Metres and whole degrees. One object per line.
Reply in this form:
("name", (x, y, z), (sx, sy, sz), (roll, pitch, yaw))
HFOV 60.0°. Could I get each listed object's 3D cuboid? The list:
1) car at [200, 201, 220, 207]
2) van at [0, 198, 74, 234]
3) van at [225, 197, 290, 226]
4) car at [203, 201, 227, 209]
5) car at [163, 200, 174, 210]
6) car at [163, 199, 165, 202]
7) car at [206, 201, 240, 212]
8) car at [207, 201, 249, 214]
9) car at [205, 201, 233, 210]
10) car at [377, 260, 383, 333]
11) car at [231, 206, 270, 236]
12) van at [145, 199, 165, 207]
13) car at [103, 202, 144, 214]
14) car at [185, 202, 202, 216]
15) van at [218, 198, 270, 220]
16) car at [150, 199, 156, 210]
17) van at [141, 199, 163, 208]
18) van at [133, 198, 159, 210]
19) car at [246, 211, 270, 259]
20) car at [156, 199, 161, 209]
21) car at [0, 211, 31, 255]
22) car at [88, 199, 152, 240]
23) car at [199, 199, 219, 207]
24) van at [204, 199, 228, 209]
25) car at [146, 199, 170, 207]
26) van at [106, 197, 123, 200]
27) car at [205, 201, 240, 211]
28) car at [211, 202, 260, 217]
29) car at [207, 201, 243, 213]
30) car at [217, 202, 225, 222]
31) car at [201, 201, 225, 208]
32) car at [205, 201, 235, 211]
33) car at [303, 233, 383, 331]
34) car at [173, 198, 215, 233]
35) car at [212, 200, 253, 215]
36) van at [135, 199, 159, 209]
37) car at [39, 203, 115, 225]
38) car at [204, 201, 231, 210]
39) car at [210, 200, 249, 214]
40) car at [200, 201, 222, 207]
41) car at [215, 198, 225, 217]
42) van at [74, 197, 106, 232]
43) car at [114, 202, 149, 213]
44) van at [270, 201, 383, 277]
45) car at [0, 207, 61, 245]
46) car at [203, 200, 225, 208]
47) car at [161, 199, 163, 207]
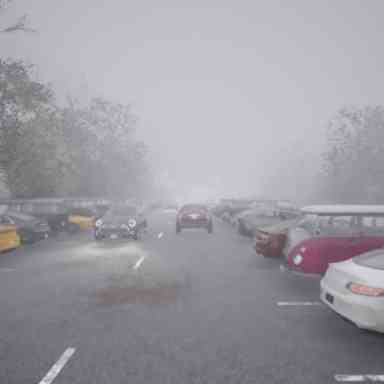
("car", (4.630, 3.083, 85.902), (4.892, 1.521, 2.231), (0, -2, 0))
("van", (-8.638, 1.359, 16.737), (4.442, 1.987, 1.878), (0, 0, 0))
("van", (4.681, 1.394, 22.099), (4.442, 1.987, 1.878), (0, 0, 0))
("car", (4.585, 2.568, 66.487), (4.792, 1.488, 2.163), (0, -1, 0))
("car", (-3.472, 2.495, 59.192), (1.895, 1.301, 4.718), (0, -1, 1))
("car", (-8.471, 2.538, 66.568), (5.008, 1.535, 2.097), (0, -1, 0))
("car", (4.589, 2.167, 49.834), (4.892, 1.521, 2.231), (0, -1, 0))
("car", (4.775, 2.039, 44.283), (5.366, 1.575, 1.946), (0, -1, 0))
("car", (4.634, 2.382, 58.160), (4.792, 1.488, 2.163), (0, -1, 0))
("car", (4.513, 1.528, 2.665), (4.792, 1.488, 2.163), (0, 0, 0))
("car", (4.588, 1.615, 16.544), (4.792, 1.488, 2.163), (0, 0, 0))
("van", (-8.570, 2.596, 77.520), (4.442, 1.987, 1.878), (0, -2, 0))
("car", (-8.491, 2.021, 41.643), (4.674, 1.452, 2.002), (0, -1, 0))
("car", (0.144, 1.994, 40.056), (1.994, 1.385, 4.181), (-1, 0, 0))
("van", (4.691, 1.506, 30.411), (4.442, 1.987, 1.878), (0, -1, 0))
("car", (-8.479, 2.167, 49.951), (5.008, 1.535, 2.097), (0, -1, 0))
("van", (-8.354, 2.378, 69.359), (4.442, 1.987, 1.878), (0, -1, 0))
("van", (-8.355, 2.189, 61.034), (4.442, 1.987, 1.878), (0, -1, 0))
("car", (4.547, 1.550, 10.994), (5.008, 1.535, 2.097), (0, 0, 0))
("car", (-8.450, 2.040, 55.497), (5.566, 2.045, 2.435), (0, -1, 0))
("car", (-8.522, 1.550, 11.195), (5.008, 1.535, 2.097), (0, 0, 0))
("car", (-3.580, 1.462, 17.459), (2.097, 1.767, 4.553), (0, 0, 0))
("car", (4.614, 3.003, 91.460), (5.566, 2.045, 2.435), (0, -2, 0))
("van", (4.494, 2.251, 63.717), (4.442, 1.987, 1.878), (0, -1, 0))
("car", (-8.476, 2.744, 83.181), (5.566, 2.045, 2.435), (0, -2, 0))
("van", (-8.392, 1.443, 27.667), (4.442, 1.987, 1.878), (0, -1, 0))
("car", (4.784, 2.225, 52.609), (5.366, 1.575, 1.946), (0, -1, 0))
("car", (4.586, 1.856, 35.957), (5.008, 1.535, 2.097), (0, -1, 0))
("car", (4.599, 2.105, 47.059), (4.892, 1.521, 2.231), (0, -1, 0))
("car", (4.538, 1.667, 24.880), (4.792, 1.488, 2.163), (0, -1, 0))
("car", (4.812, 2.819, 77.457), (5.366, 1.575, 1.946), (0, -2, 0))
("car", (4.631, 2.320, 55.385), (4.792, 1.488, 2.163), (0, -1, 0))
("car", (4.543, 1.556, 5.441), (4.674, 1.452, 2.002), (0, 0, 0))
("car", (0.123, 1.483, 20.932), (2.097, 1.767, 4.553), (0, -1, 0))
("car", (4.615, 1.792, 38.735), (4.553, 1.767, 2.185), (0, -1, 0))
("van", (-8.585, 2.251, 63.804), (4.442, 1.987, 1.878), (0, -1, 0))
("car", (-8.517, 1.637, 25.045), (5.008, 1.535, 2.097), (0, 0, 0))
("car", (4.637, 2.444, 60.936), (4.792, 1.488, 2.163), (0, -1, 0))
("car", (4.618, 1.854, 41.511), (4.553, 1.767, 2.185), (0, -1, 0))
("car", (4.818, 2.993, 83.127), (5.366, 1.575, 1.946), (0, -2, 0))
("car", (4.542, 1.419, 27.636), (5.566, 2.045, 2.435), (0, -1, 0))
("van", (-8.398, 1.394, 22.276), (4.442, 1.987, 1.878), (0, 0, 0))
("car", (-8.490, 2.142, 47.056), (4.674, 1.452, 2.002), (0, -1, 0))
("van", (4.432, 1.307, 8.219), (4.442, 1.987, 1.878), (0, 0, 0))
("car", (-8.518, 1.569, 13.965), (4.892, 1.521, 2.231), (0, 0, 0))
("car", (4.586, 2.477, 69.263), (4.553, 1.767, 2.185), (0, -1, 0))
("car", (-8.447, 2.102, 58.266), (5.566, 2.045, 2.435), (0, -1, 0))
